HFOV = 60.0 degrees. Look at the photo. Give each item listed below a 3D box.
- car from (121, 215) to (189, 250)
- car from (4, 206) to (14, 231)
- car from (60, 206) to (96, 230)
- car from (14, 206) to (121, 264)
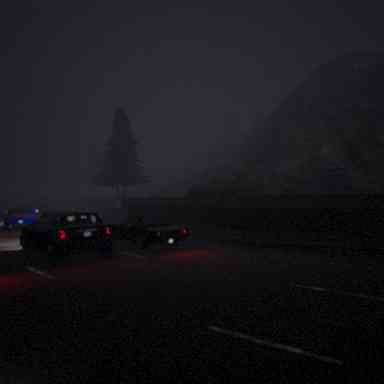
[{"bbox_3d":[-2.332,1.697,15.038,1.895,1.301,4.718,0,0,-42],"label":"car"},{"bbox_3d":[-11.546,1.666,22.570,1.882,1.535,5.008,0,0,-26],"label":"car"},{"bbox_3d":[-8.267,1.774,23.803,1.895,1.301,4.718,0,0,-26],"label":"car"},{"bbox_3d":[-4.892,1.448,12.656,2.097,1.767,4.553,0,-1,-42],"label":"car"}]
